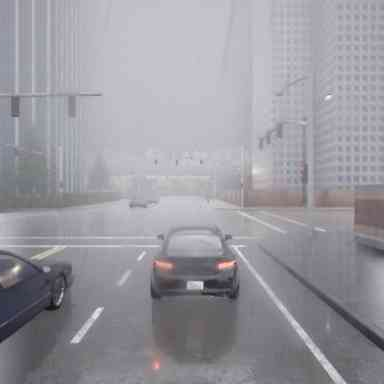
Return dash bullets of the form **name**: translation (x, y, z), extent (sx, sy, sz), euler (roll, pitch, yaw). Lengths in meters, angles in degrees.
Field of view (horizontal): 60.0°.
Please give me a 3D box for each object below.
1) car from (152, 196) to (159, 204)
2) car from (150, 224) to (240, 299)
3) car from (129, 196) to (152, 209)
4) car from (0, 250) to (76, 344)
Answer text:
- **car**: translation (-7.102, 1.500, 61.167), extent (2.033, 1.411, 5.357), euler (0, 0, 0)
- **car**: translation (0.070, 1.519, 8.309), extent (1.812, 1.442, 4.674), euler (0, 0, 0)
- **car**: translation (-7.082, 1.317, 44.578), extent (2.097, 1.767, 4.553), euler (0, 0, -1)
- **car**: translation (-3.445, 1.544, 4.712), extent (2.033, 1.411, 5.357), euler (0, 0, 1)
